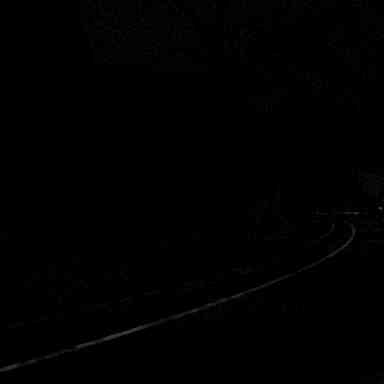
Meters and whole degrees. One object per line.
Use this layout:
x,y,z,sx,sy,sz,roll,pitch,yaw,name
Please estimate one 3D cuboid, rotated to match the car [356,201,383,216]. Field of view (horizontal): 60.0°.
17.889,1.545,32.363,2.033,1.411,5.357,1,-1,6,car
